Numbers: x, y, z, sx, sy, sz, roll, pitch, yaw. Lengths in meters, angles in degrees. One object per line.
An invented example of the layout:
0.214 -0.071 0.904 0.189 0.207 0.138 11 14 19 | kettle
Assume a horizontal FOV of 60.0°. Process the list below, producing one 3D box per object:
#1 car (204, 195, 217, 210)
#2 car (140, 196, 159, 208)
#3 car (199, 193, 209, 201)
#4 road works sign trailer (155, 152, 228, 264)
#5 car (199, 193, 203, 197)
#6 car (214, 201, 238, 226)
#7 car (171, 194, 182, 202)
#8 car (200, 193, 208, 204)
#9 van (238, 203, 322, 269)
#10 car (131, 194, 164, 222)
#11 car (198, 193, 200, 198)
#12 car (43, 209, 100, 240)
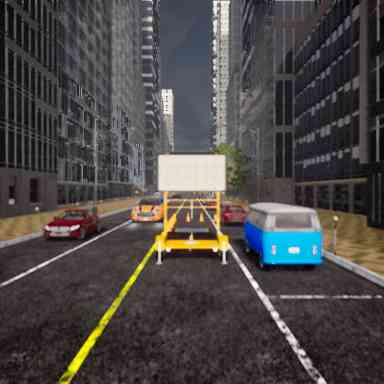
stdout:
2.686 1.388 39.064 1.802 1.307 4.206 0 0 0 | car
-5.696 1.327 44.758 2.008 1.369 4.403 0 0 0 | car
2.682 1.040 73.217 1.967 1.590 4.097 0 0 0 | car
-0.002 0.406 11.615 2.380 3.560 2.880 0 0 0 | road works sign trailer
2.684 1.261 56.140 2.008 1.369 4.403 0 0 0 | car
2.687 1.472 21.986 1.802 1.307 4.206 0 0 0 | car
-3.028 1.128 65.425 1.882 1.535 5.008 0 0 1 | car
2.685 1.295 50.448 2.008 1.369 4.403 0 0 0 | car
2.689 1.288 10.601 1.690 1.788 3.998 0 0 0 | van
-3.102 1.230 24.540 2.097 1.767 4.553 0 0 0 | car
2.683 1.077 67.525 1.967 1.590 4.097 0 0 0 | car
-5.693 1.501 16.296 1.802 1.307 4.206 0 0 0 | car
